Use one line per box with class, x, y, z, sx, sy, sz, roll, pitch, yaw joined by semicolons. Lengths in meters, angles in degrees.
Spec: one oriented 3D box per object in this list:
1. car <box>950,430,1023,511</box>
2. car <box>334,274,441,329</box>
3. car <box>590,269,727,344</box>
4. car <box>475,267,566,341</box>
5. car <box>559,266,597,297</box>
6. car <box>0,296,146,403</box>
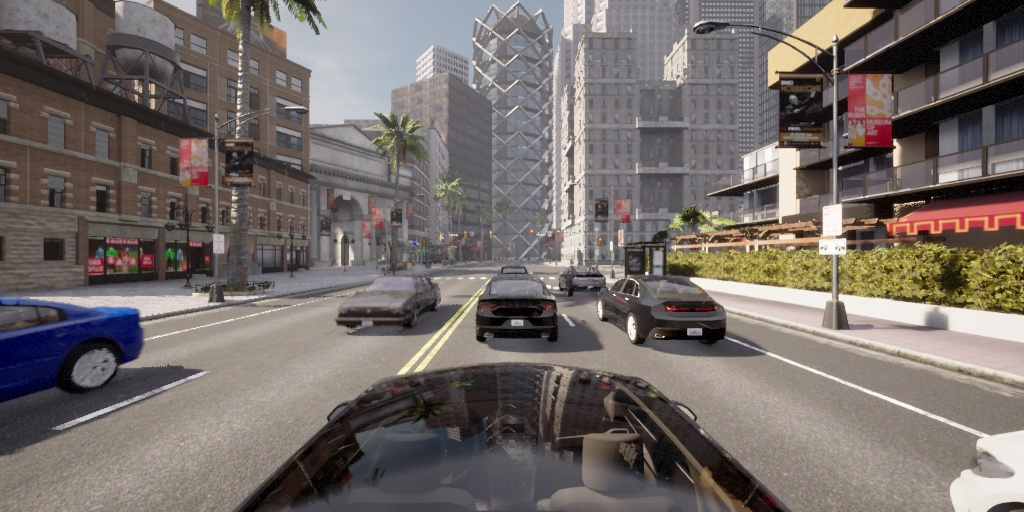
car;3.662;1.276;0.218;1.812;1.442;4.674;0;0;-1
car;-3.593;1.297;11.576;2.033;1.411;5.357;0;0;0
car;3.609;1.255;9.523;1.837;1.490;4.892;0;0;0
car;0.109;1.228;9.878;1.882;1.535;5.008;0;0;0
car;3.602;1.241;18.929;2.128;1.511;4.902;0;0;0
car;-7.101;1.227;3.870;1.882;1.535;5.008;0;0;0
